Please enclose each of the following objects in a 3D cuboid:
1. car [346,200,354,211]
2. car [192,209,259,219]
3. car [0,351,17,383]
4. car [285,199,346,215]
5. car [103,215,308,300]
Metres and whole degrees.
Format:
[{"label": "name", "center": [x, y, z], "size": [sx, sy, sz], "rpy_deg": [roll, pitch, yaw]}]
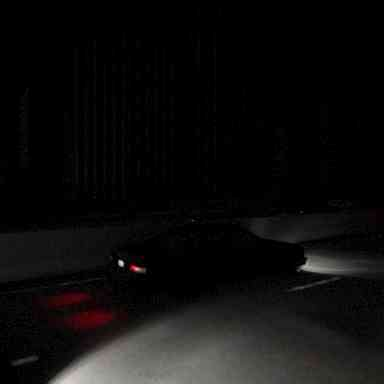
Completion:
[{"label": "car", "center": [15.533, 1.503, 35.667], "size": [4.674, 1.442, 1.812], "rpy_deg": [0, 0, -34]}, {"label": "car", "center": [2.212, 1.592, 18.273], "size": [4.718, 1.301, 1.895], "rpy_deg": [0, 0, -34]}, {"label": "car", "center": [-3.043, 1.564, 1.571], "size": [4.181, 1.385, 1.994], "rpy_deg": [0, 0, -35]}, {"label": "car", "center": [10.231, 1.531, 27.898], "size": [5.357, 1.411, 2.033], "rpy_deg": [0, 0, -34]}, {"label": "car", "center": [0.571, 1.543, 8.401], "size": [5.357, 1.411, 2.033], "rpy_deg": [0, 0, -35]}]
